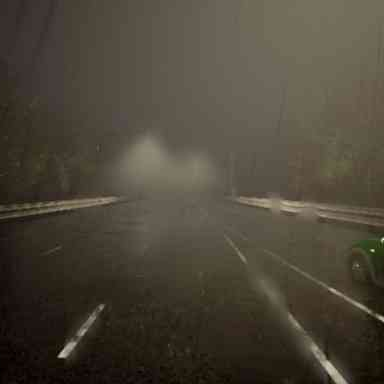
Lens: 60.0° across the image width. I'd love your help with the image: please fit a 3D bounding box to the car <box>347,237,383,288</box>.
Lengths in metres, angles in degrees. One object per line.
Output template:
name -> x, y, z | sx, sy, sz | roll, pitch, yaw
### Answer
car -> 5.057, 1.315, 6.479 | 2.097, 1.767, 4.553 | 0, 0, -5
